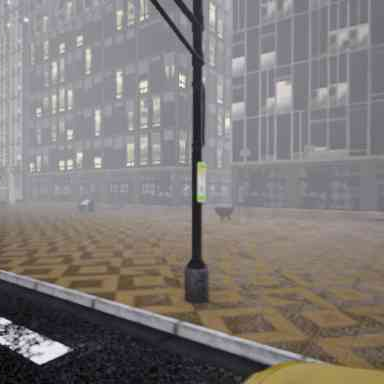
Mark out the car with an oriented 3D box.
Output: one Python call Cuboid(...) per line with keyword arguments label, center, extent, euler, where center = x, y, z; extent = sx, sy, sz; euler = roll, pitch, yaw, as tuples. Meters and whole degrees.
Cuboid(label="car", center=(2.190, 1.528, 1.308), extent=(4.829, 1.417, 1.752), euler=(0, 0, 35))
